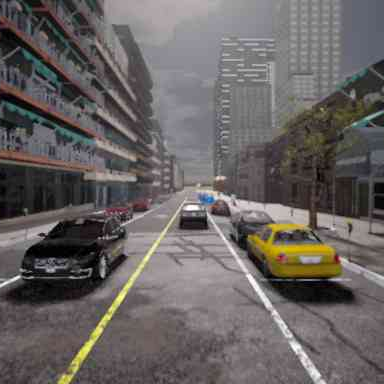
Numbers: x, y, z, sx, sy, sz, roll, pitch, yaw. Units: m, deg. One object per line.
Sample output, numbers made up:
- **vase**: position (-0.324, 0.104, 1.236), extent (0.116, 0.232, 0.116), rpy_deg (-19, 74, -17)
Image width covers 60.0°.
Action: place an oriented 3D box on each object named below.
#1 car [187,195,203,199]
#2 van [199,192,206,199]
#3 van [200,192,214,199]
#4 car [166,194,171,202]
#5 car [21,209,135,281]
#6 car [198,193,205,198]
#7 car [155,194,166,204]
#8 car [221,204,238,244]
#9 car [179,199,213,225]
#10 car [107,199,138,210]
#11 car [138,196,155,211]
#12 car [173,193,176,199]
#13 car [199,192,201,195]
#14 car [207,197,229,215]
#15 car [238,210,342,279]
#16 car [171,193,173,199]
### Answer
- **car**: position (0.099, 1.403, 41.185), extent (1.895, 1.301, 4.718), rpy_deg (0, 0, 0)
- **van**: position (2.672, 0.891, 87.735), extent (1.690, 1.788, 3.998), rpy_deg (-1, 0, 0)
- **van**: position (2.673, 1.076, 54.254), extent (1.690, 1.788, 3.998), rpy_deg (-1, 0, 0)
- **car**: position (-5.704, 1.227, 65.374), extent (2.008, 1.369, 4.403), rpy_deg (-1, 0, 0)
- **car**: position (-3.100, 1.460, 9.721), extent (1.837, 1.490, 4.892), rpy_deg (0, 0, 0)
- **car**: position (2.676, 1.082, 93.317), extent (1.947, 1.339, 4.313), rpy_deg (-1, 0, 0)
- **car**: position (-5.703, 1.317, 54.212), extent (1.802, 1.307, 4.206), rpy_deg (-1, 0, 0)
- **car**: position (2.681, 1.481, 15.196), extent (2.008, 1.369, 4.403), rpy_deg (-1, 0, 0)
- **car**: position (0.100, 1.441, 22.773), extent (2.033, 1.411, 5.357), rpy_deg (0, 0, 0)
- **car**: position (-5.703, 1.459, 26.311), extent (1.802, 1.307, 4.206), rpy_deg (-1, 0, 0)
- **car**: position (-5.703, 1.366, 37.470), extent (1.887, 1.381, 4.507), rpy_deg (-1, 0, 0)
- **car**: position (-5.704, 1.101, 87.694), extent (2.008, 1.369, 4.403), rpy_deg (-1, 0, 0)
- **car**: position (2.676, 1.221, 65.416), extent (1.887, 1.381, 4.507), rpy_deg (-1, 0, 0)
- **car**: position (2.677, 1.431, 31.936), extent (1.802, 1.307, 4.206), rpy_deg (-1, 0, 0)
- **car**: position (2.667, 1.480, 9.787), extent (1.752, 1.417, 4.829), rpy_deg (-1, 0, 0)
- **car**: position (-5.706, 1.086, 70.953), extent (1.967, 1.590, 4.097), rpy_deg (-1, 0, 0)
